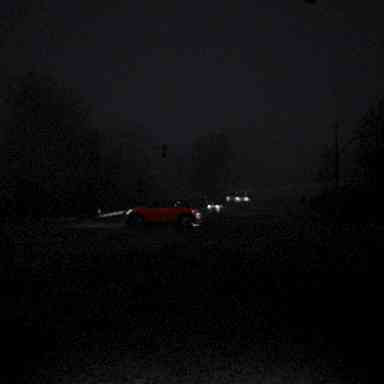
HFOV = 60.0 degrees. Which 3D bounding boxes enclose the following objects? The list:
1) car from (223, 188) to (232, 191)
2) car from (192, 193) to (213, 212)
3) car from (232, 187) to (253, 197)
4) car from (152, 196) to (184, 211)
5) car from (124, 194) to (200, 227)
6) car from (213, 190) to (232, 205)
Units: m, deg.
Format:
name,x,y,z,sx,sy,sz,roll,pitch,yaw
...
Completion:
name,x,y,z,sx,sy,sz,roll,pitch,yaw
car,6.759,-0.029,62.497,1.837,1.490,4.892,0,3,26
car,0.412,1.231,35.460,2.128,1.511,4.902,0,1,14
car,9.522,-0.119,60.192,2.097,1.767,4.553,0,4,26
car,-2.628,1.246,37.825,2.033,1.411,5.357,0,1,15
car,-1.958,1.227,21.163,4.553,1.767,2.097,0,0,2
car,3.589,0.935,46.262,2.033,1.411,5.357,0,2,19
